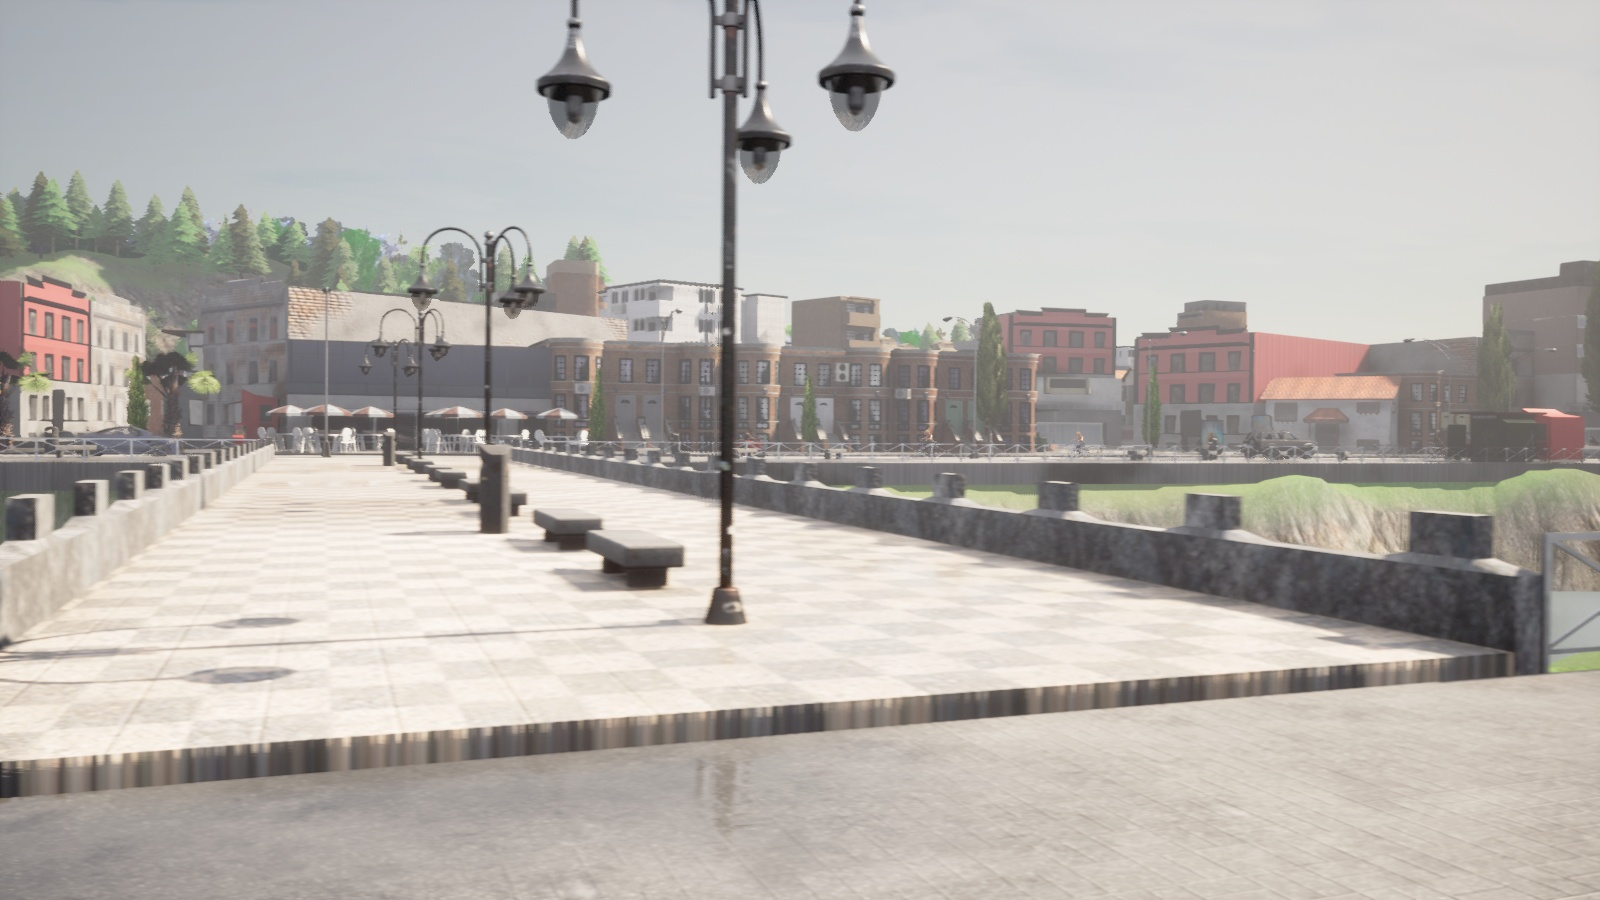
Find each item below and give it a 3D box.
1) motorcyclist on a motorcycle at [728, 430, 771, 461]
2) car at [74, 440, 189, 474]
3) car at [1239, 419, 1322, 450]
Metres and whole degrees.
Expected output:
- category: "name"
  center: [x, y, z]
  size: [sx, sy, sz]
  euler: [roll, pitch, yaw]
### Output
- category: "motorcyclist on a motorcycle"
  center: [-2.613, -0.241, 64.481]
  size: [2.044, 1.523, 0.797]
  euler: [-1, 1, -21]
- category: "car"
  center: [-28.929, 0.288, 54.482]
  size: [4.181, 1.385, 1.994]
  euler: [-1, 1, -21]
- category: "car"
  center: [29.307, -0.949, 76.609]
  size: [4.605, 1.855, 1.932]
  euler: [-1, 1, -21]
